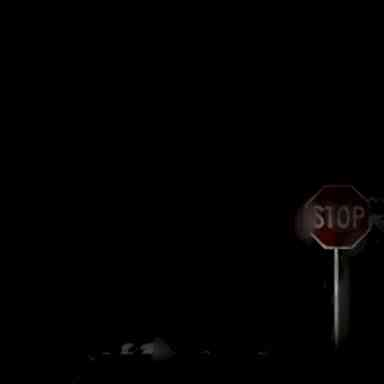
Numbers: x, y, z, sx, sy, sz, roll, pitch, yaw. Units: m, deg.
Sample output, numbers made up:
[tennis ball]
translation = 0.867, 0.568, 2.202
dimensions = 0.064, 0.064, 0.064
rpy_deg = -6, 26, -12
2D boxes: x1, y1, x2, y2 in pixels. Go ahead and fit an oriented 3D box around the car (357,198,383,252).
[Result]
[car]
translation = 8.248, 1.274, 13.527
dimensions = 5.566, 2.045, 2.150
rpy_deg = 1, -1, 0
